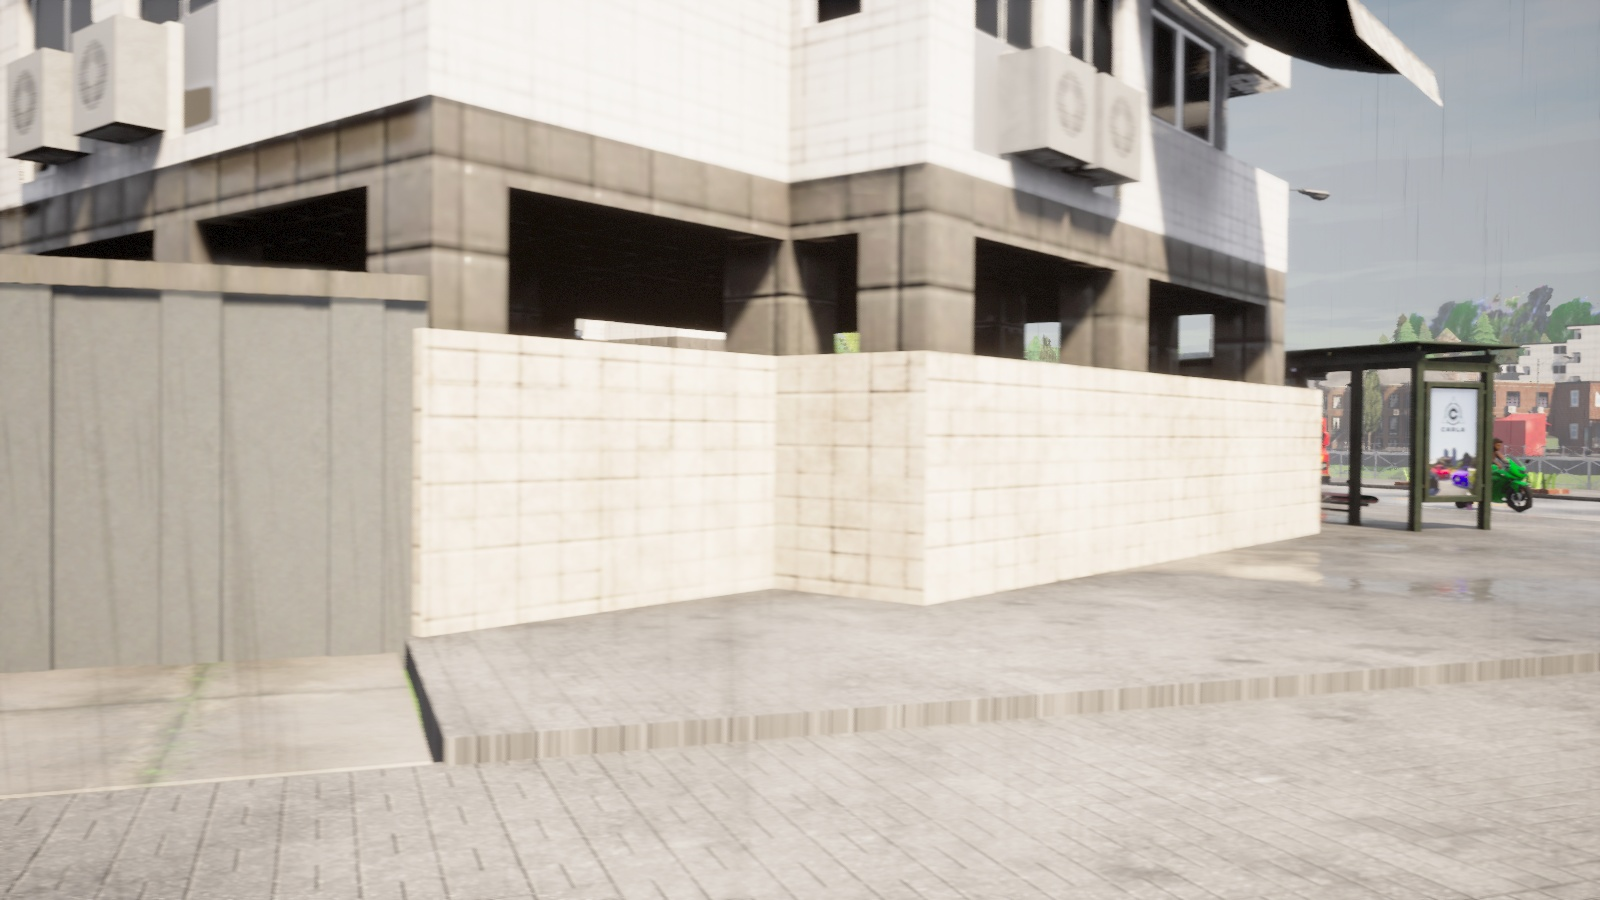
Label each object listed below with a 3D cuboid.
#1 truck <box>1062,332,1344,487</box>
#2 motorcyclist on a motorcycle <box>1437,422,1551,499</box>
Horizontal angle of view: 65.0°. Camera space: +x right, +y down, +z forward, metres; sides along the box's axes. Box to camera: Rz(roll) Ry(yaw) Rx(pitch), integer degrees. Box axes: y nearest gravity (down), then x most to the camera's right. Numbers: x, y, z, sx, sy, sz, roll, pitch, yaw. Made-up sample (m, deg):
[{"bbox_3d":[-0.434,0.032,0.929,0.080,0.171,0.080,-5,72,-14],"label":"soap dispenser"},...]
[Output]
[{"bbox_3d":[10.970,-1.061,35.386,2.891,3.827,8.468,-1,1,-21],"label":"truck"},{"bbox_3d":[14.462,0.197,26.232,0.797,1.523,2.044,-1,1,-21],"label":"motorcyclist on a motorcycle"}]
